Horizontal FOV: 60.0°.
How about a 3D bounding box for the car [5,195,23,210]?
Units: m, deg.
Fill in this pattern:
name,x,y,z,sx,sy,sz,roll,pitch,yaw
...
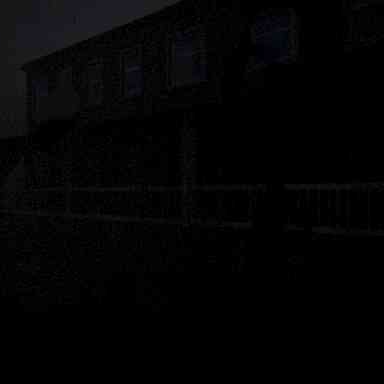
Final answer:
name,x,y,z,sx,sy,sz,roll,pitch,yaw
car,-15.397,1.057,27.943,1.994,1.385,4.181,0,14,34
